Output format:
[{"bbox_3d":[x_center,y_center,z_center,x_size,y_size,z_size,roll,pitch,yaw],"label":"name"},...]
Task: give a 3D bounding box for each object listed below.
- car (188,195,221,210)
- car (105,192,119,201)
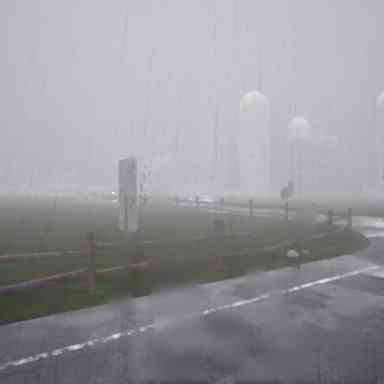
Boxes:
[{"bbox_3d":[1.343,1.094,36.537,1.812,1.442,4.674,-1,1,-36],"label":"car"},{"bbox_3d":[-13.221,0.713,56.812,2.033,1.411,5.357,-1,1,-35],"label":"car"}]
